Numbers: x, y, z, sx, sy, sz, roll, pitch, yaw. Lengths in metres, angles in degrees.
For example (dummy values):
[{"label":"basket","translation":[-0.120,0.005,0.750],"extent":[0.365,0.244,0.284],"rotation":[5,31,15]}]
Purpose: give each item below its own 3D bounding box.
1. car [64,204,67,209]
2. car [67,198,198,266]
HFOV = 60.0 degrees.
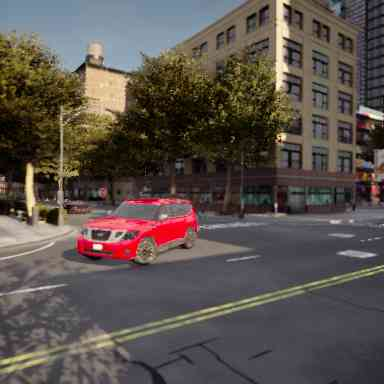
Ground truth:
[{"label":"car","translation":[-12.163,1.653,35.254],"extent":[1.994,1.385,4.181],"rotation":[1,0,-36]},{"label":"car","translation":[-1.621,1.269,12.248],"extent":[2.150,2.045,5.566],"rotation":[2,0,24]}]
